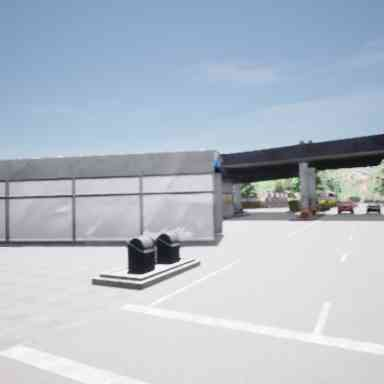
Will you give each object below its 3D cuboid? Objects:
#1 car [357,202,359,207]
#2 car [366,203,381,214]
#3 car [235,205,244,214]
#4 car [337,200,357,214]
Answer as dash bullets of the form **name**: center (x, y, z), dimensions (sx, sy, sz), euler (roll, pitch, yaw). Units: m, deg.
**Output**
- **car**: center (40.943, 3.002, 84.077), dimensions (2.097, 1.767, 4.553), euler (-2, -2, 27)
- **car**: center (26.588, 2.383, 48.693), dimensions (2.128, 1.511, 4.902), euler (-2, -2, 27)
- **car**: center (7.180, 3.070, 56.482), dimensions (2.242, 1.667, 4.611), euler (-2, -2, 27)
- **car**: center (23.361, 2.245, 50.447), dimensions (2.150, 2.045, 5.566), euler (-2, -2, 28)
